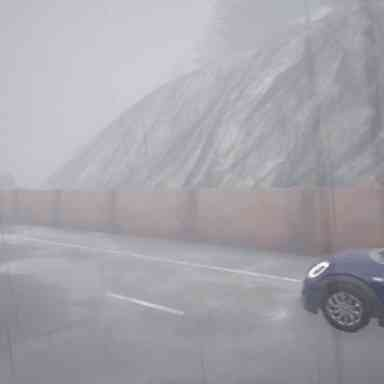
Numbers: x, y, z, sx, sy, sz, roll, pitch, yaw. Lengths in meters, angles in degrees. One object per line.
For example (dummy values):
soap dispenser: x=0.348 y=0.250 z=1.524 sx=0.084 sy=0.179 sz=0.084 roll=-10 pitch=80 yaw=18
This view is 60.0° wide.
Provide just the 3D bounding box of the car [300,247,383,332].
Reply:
car: x=4.166 y=1.351 z=5.319 sx=4.553 sy=1.767 sz=2.097 roll=0 pitch=0 yaw=36
